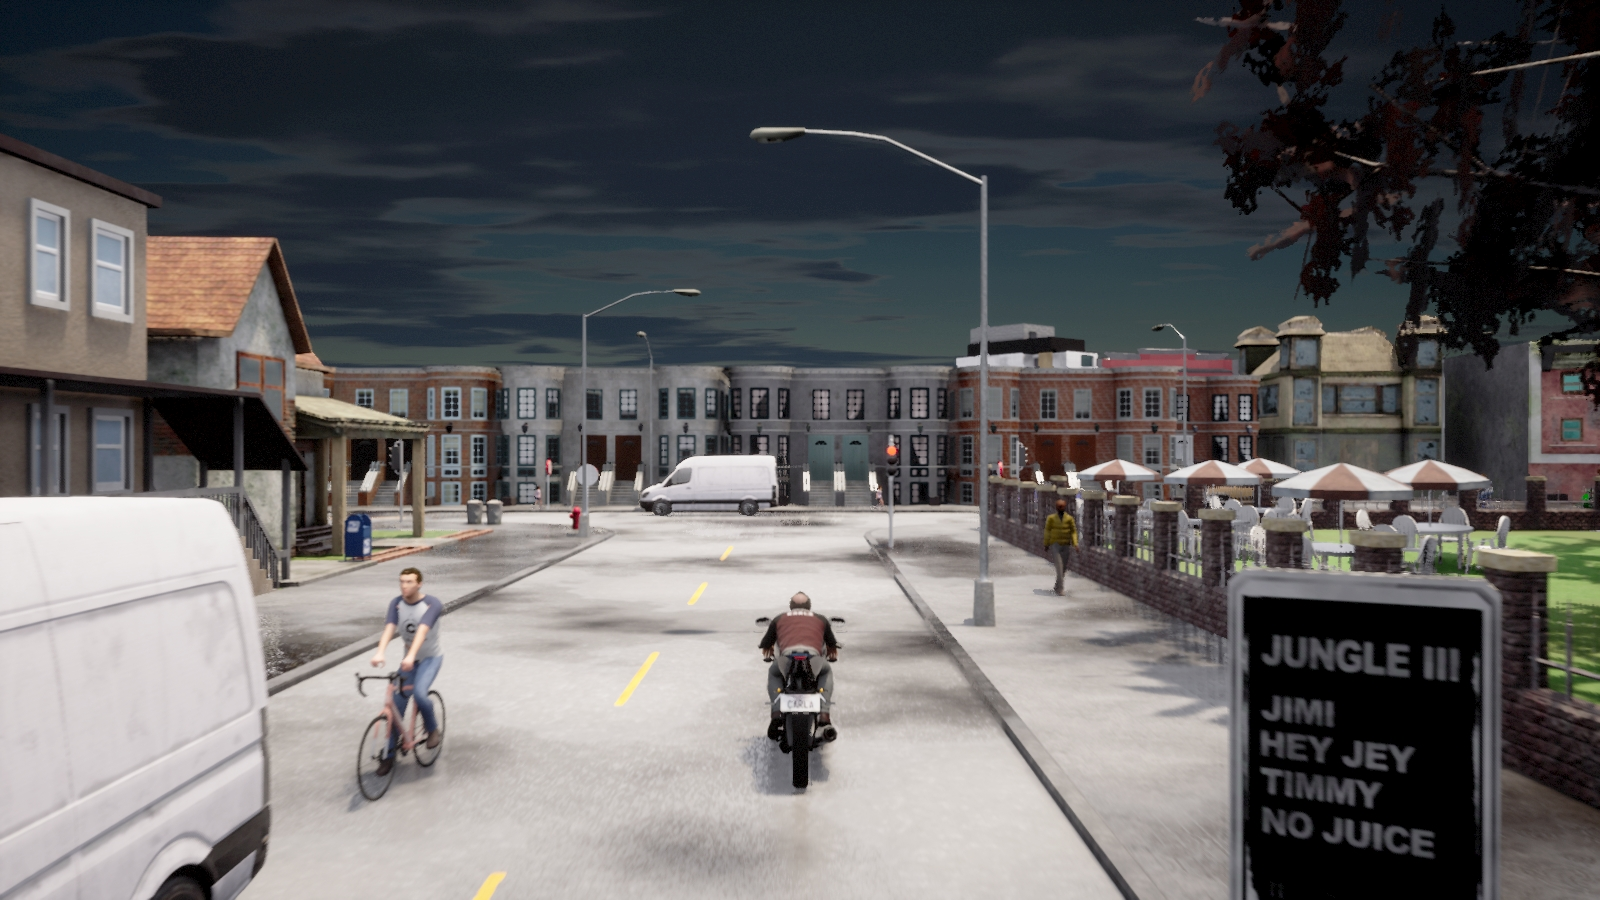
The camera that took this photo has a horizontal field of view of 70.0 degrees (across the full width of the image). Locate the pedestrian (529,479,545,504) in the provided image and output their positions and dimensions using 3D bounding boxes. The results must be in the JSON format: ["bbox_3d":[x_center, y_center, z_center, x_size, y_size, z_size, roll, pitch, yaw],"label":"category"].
[{"bbox_3d":[-12.065,1.904,52.464,0.500,1.100,0.500,0,0,29],"label":"pedestrian"}]

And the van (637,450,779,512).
[{"bbox_3d":[-3.858,1.313,48.847,5.915,2.561,1.988,0,0,0],"label":"van"}]

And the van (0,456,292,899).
[{"bbox_3d":[-3.999,1.314,3.822,1.988,2.561,5.915,0,0,0],"label":"van"}]

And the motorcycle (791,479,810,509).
[{"bbox_3d":[0.013,1.985,52.005,0.867,1.251,2.209,0,0,0],"label":"motorcycle"}]

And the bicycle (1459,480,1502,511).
[{"bbox_3d":[29.074,1.936,48.821,1.643,1.296,0.373,0,0,0],"label":"bicycle"}]

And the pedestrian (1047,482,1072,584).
[{"bbox_3d":[4.811,1.525,21.189,0.375,1.860,0.375,0,0,2],"label":"pedestrian"}]

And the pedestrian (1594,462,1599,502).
[{"bbox_3d":[38.190,1.527,54.502,0.375,1.860,0.375,0,0,10],"label":"pedestrian"}]

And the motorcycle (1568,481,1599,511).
[{"bbox_3d":[33.993,1.963,48.802,1.805,1.236,0.856,0,0,1],"label":"motorcycle"}]

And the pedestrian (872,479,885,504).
[{"bbox_3d":[3.608,1.904,52.326,0.500,1.100,0.500,0,0,19],"label":"pedestrian"}]
